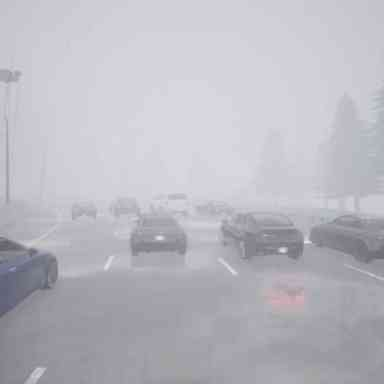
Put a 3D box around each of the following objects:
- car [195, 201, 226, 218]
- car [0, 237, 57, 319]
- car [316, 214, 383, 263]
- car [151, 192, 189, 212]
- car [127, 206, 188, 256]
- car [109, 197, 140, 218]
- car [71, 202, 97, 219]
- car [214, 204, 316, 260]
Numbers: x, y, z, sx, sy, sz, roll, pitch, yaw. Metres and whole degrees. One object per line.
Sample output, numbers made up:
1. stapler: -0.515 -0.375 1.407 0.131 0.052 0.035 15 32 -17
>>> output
1. car: 1.798 1.402 28.360 1.895 1.301 4.718 0 0 -19
2. car: -3.954 1.501 5.926 1.812 1.442 4.674 0 1 -4
3. car: 5.872 1.461 11.658 1.994 1.385 4.181 0 0 -8
4. car: -2.000 1.036 28.668 2.150 2.045 5.566 0 0 -20
5. car: -1.392 1.482 12.949 1.994 1.385 4.181 0 0 -10
6. car: -5.911 1.180 28.922 2.097 1.767 4.553 0 0 -21
7. car: -8.965 1.452 27.386 1.895 1.301 4.718 0 0 -21
8. car: 2.306 1.414 12.060 1.837 1.490 4.892 0 1 -8
